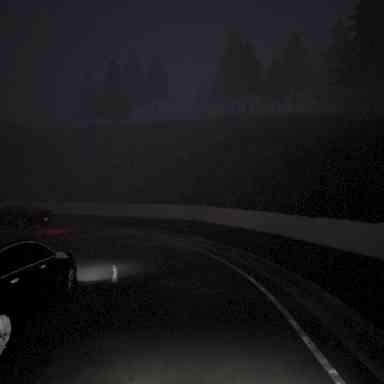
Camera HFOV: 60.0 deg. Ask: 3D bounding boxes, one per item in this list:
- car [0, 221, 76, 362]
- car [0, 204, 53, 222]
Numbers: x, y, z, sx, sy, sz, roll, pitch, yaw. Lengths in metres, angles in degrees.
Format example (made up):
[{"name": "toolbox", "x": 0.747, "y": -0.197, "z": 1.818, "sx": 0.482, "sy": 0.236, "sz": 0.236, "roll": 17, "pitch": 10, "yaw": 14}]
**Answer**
[{"name": "car", "x": -3.487, "y": 1.517, "z": 5.750, "sx": 1.837, "sy": 1.490, "sz": 4.892, "roll": 0, "pitch": 0, "yaw": -3}, {"name": "car", "x": -11.298, "y": 1.525, "z": 21.367, "sx": 5.008, "sy": 1.535, "sz": 1.882, "roll": 0, "pitch": -1, "yaw": 21}]
